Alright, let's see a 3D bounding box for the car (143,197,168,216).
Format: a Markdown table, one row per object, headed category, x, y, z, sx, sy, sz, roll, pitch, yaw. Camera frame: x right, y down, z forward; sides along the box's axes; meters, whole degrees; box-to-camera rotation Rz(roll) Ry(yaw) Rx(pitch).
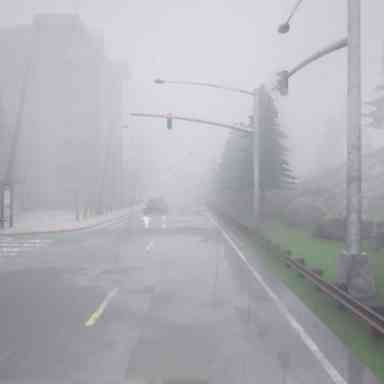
| category | x | y | z | sx | sy | sz | roll | pitch | yaw |
| --- | --- | --- | --- | --- | --- | --- | --- | --- | --- |
| car | -3.495 | 1.331 | 32.785 | 2.097 | 1.767 | 4.553 | 0 | 0 | 0 |
